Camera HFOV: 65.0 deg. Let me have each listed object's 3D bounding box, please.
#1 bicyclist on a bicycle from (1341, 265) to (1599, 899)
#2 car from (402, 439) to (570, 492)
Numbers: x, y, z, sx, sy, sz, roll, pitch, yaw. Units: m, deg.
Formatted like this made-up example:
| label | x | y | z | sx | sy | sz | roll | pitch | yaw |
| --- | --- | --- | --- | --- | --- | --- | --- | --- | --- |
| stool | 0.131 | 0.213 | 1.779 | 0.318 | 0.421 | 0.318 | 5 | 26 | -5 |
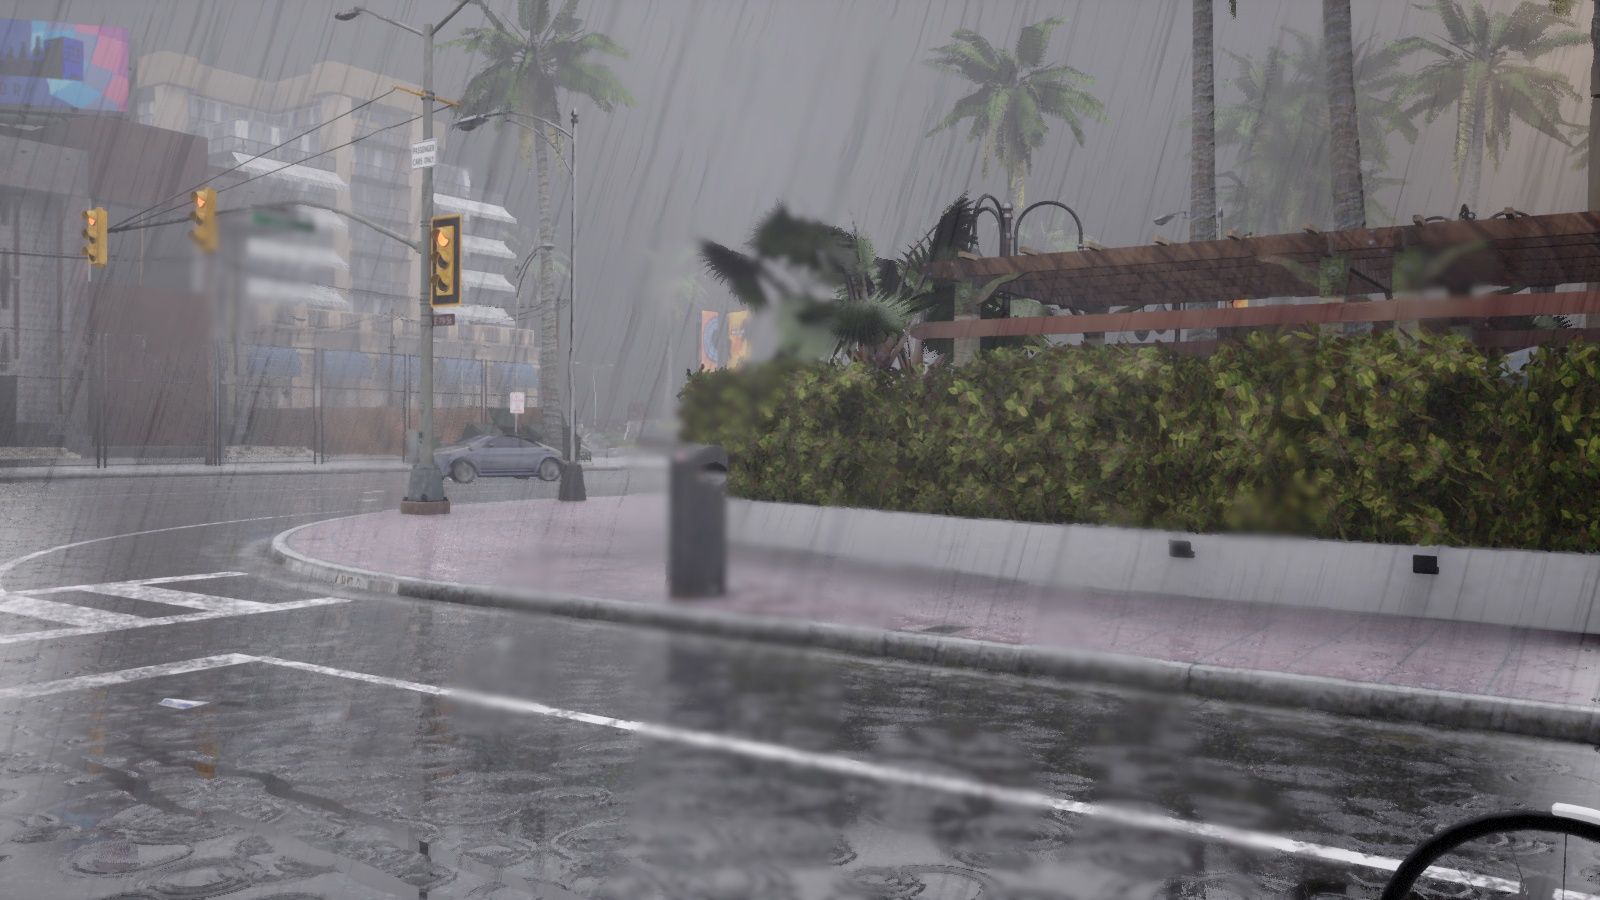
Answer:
| label | x | y | z | sx | sy | sz | roll | pitch | yaw |
| --- | --- | --- | --- | --- | --- | --- | --- | --- | --- |
| bicyclist on a bicycle | 2.029 | 0.552 | 2.266 | 1.843 | 1.776 | 0.659 | 0 | 1 | 34 |
| car | -8.914 | 0.389 | 35.830 | 4.181 | 1.385 | 1.994 | -1 | 1 | -39 |
